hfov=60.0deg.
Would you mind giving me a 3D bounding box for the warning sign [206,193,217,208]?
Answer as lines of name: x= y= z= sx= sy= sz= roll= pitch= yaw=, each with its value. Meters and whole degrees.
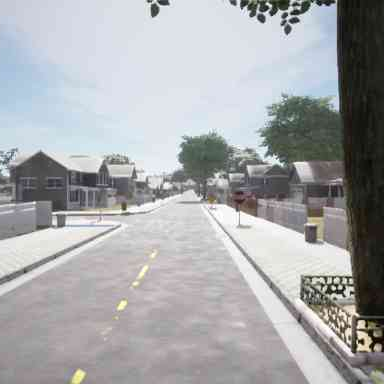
warning sign: x=2.519 y=1.094 z=42.907 sx=1.300 sy=1.860 sz=1.060 roll=0 pitch=0 yaw=0
